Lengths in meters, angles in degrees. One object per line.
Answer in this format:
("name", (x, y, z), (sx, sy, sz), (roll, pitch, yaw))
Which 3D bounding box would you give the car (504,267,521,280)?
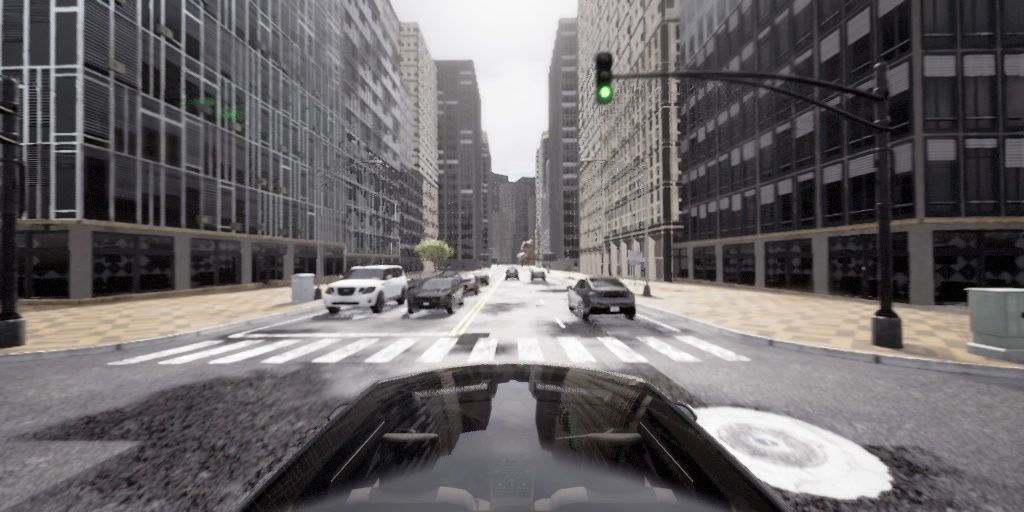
("car", (0.033, 2.492, 48.126), (1.812, 1.442, 4.674), (-1, -1, 0))

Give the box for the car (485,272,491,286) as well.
("car", (-3.227, 2.294, 36.321), (1.895, 1.301, 4.718), (-1, -1, 0))

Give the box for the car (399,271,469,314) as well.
("car", (-3.335, 1.657, 16.452), (1.882, 1.535, 5.008), (-1, -1, 0))

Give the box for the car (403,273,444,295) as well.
("car", (-6.551, 2.046, 26.940), (1.994, 1.385, 4.181), (-1, -1, 0))

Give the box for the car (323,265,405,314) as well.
("car", (-6.587, 1.444, 16.913), (2.150, 2.045, 5.566), (-1, -1, 0))

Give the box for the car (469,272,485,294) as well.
("car", (-3.317, 1.992, 26.033), (1.994, 1.385, 4.181), (-1, -1, 0))

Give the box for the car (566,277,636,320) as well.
("car", (3.353, 1.561, 14.125), (1.837, 1.490, 4.892), (-1, -2, 0))

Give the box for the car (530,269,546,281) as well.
("car", (3.282, 2.363, 45.610), (2.128, 1.511, 4.902), (-1, -1, 0))
